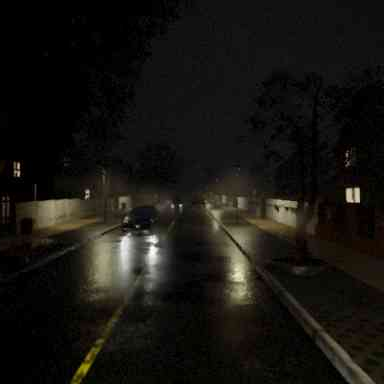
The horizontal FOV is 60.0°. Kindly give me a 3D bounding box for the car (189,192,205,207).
[{"bbox_3d":[0.939,1.321,51.651,2.097,1.767,4.553,-2,0,0],"label":"car"}]

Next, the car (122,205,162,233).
[{"bbox_3d":[-2.846,1.523,19.663,1.812,1.442,4.674,0,0,0],"label":"car"}]

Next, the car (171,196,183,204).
[{"bbox_3d":[-2.770,1.510,61.417,1.837,1.490,4.892,0,0,1],"label":"car"}]

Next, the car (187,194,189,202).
[{"bbox_3d":[0.012,1.406,69.523,2.033,1.411,5.357,0,0,0],"label":"car"}]
